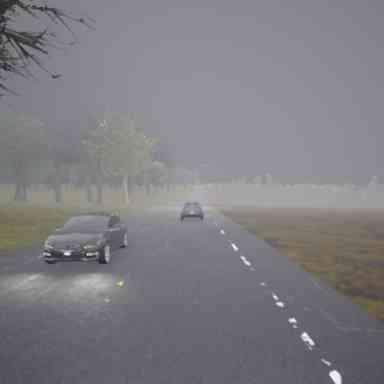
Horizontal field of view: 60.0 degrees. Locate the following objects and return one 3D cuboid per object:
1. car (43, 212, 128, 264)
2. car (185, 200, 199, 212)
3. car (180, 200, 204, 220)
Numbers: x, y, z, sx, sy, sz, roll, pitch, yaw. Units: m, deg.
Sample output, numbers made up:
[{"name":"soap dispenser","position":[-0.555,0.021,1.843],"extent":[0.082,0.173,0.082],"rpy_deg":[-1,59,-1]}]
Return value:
[{"name":"car","position":[-3.515,1.504,11.816],"extent":[1.837,1.490,4.892],"rpy_deg":[0,0,0]},{"name":"car","position":[0.028,1.790,44.290],"extent":[1.837,1.490,4.892],"rpy_deg":[0,-1,0]},{"name":"car","position":[0.006,1.648,29.133],"extent":[1.994,1.385,4.181],"rpy_deg":[0,-1,0]}]
